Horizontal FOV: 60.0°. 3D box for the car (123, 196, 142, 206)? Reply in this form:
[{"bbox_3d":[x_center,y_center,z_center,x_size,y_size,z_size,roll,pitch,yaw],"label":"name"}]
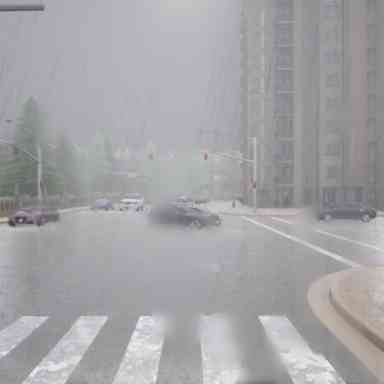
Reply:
[{"bbox_3d":[-10.201,1.513,57.390,1.812,1.442,4.674,0,0,7],"label":"car"}]

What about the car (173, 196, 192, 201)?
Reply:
[{"bbox_3d":[-1.372,1.512,64.237,1.812,1.442,4.674,0,0,19],"label":"car"}]

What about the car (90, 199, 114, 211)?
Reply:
[{"bbox_3d":[-10.678,1.517,39.821,1.812,1.442,4.674,0,0,0],"label":"car"}]

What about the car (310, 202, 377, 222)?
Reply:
[{"bbox_3d":[11.799,1.555,26.099,4.892,1.490,1.837,0,0,0],"label":"car"}]

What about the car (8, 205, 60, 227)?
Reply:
[{"bbox_3d":[-10.659,1.563,22.690,1.994,1.385,4.181,0,0,0],"label":"car"}]

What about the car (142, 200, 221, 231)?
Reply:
[{"bbox_3d":[-0.523,1.535,20.798,4.892,1.490,1.837,0,2,35],"label":"car"}]

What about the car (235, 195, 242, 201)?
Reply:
[{"bbox_3d":[12.867,1.483,80.433,4.892,1.490,1.837,0,0,-24],"label":"car"}]

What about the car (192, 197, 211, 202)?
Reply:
[{"bbox_3d":[2.213,1.550,63.839,1.994,1.385,4.181,0,0,21],"label":"car"}]

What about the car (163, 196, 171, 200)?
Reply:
[{"bbox_3d":[-5.704,1.537,72.187,1.994,1.385,4.181,0,0,30],"label":"car"}]

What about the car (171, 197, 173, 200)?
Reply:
[{"bbox_3d":[-1.640,1.525,72.089,2.033,1.411,5.357,0,0,30],"label":"car"}]

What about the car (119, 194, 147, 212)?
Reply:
[{"bbox_3d":[-7.186,1.212,39.860,2.150,2.045,5.566,0,0,0],"label":"car"}]

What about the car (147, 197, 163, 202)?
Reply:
[{"bbox_3d":[-6.781,1.514,56.810,1.812,1.442,4.674,0,0,7],"label":"car"}]
